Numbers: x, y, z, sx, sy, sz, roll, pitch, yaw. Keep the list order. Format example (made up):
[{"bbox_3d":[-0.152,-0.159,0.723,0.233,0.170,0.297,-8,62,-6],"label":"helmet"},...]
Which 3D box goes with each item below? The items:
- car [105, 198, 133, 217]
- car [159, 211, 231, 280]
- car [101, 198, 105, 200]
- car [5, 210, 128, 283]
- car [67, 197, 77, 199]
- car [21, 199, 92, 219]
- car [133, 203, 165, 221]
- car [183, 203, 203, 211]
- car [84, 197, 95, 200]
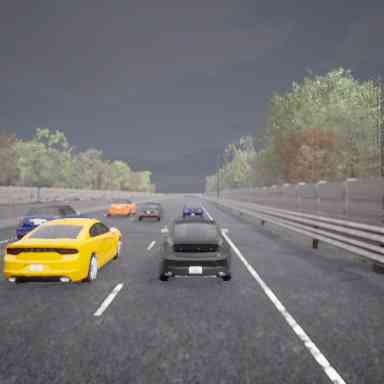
[{"bbox_3d":[-6.913,1.504,33.513,2.097,1.767,4.553,0,0,0],"label":"car"},{"bbox_3d":[0.087,1.550,10.105,1.837,1.490,4.892,0,0,0],"label":"car"},{"bbox_3d":[-17.524,1.923,67.322,1.895,1.301,4.718,0,0,0],"label":"car"},{"bbox_3d":[-3.413,1.520,9.799,1.882,1.535,5.008,0,0,0],"label":"car"},{"bbox_3d":[-24.524,1.853,67.350,2.128,1.511,4.902,0,0,0],"label":"car"},{"bbox_3d":[-6.909,1.426,17.007,2.097,1.767,4.553,0,0,0],"label":"car"},{"bbox_3d":[-3.411,1.676,28.715,2.033,1.411,5.357,0,0,0],"label":"car"},{"bbox_3d":[0.087,1.746,32.111,1.895,1.301,4.718,0,0,0],"label":"car"},{"bbox_3d":[-21.024,1.805,67.351,1.882,1.535,5.008,0,0,0],"label":"car"}]
